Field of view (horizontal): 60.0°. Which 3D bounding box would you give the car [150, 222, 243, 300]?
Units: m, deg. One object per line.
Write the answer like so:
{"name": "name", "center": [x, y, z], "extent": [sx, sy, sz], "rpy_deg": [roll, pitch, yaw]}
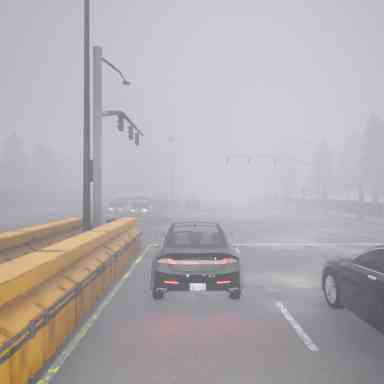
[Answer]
{"name": "car", "center": [0.074, 1.492, 8.401], "extent": [2.128, 1.511, 4.902], "rpy_deg": [0, 0, -1]}

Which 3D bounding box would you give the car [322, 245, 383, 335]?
{"name": "car", "center": [3.595, 1.505, 4.989], "extent": [1.837, 1.490, 4.892], "rpy_deg": [0, 0, 0]}

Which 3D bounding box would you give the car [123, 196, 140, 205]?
{"name": "car", "center": [-10.647, 1.491, 58.982], "extent": [2.128, 1.511, 4.902], "rpy_deg": [0, 0, 0]}

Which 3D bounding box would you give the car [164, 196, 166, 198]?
{"name": "car", "center": [-7.091, 1.355, 75.772], "extent": [2.097, 1.767, 4.553], "rpy_deg": [0, 0, 0]}

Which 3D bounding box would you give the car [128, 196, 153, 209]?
{"name": "car", "center": [-7.154, 1.352, 46.508], "extent": [2.097, 1.767, 4.553], "rpy_deg": [0, 0, 0]}

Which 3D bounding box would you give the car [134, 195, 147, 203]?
{"name": "car", "center": [-10.583, 1.478, 69.071], "extent": [1.882, 1.535, 5.008], "rpy_deg": [0, 0, 0]}

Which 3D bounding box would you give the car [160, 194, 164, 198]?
{"name": "car", "center": [-7.116, 1.525, 65.796], "extent": [1.812, 1.442, 4.674], "rpy_deg": [0, 0, 0]}

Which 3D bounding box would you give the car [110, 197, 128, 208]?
{"name": "car", "center": [-10.657, 1.547, 49.196], "extent": [2.033, 1.411, 5.357], "rpy_deg": [0, 0, 0]}

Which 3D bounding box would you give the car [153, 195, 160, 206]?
{"name": "car", "center": [-7.155, 1.547, 55.983], "extent": [2.033, 1.411, 5.357], "rpy_deg": [0, 0, 0]}

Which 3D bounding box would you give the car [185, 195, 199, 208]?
{"name": "car", "center": [0.037, 1.564, 47.493], "extent": [1.994, 1.385, 4.181], "rpy_deg": [0, 0, 0]}

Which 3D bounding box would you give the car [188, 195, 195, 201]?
{"name": "car", "center": [-0.106, 1.524, 88.507], "extent": [1.812, 1.442, 4.674], "rpy_deg": [0, 0, 0]}
